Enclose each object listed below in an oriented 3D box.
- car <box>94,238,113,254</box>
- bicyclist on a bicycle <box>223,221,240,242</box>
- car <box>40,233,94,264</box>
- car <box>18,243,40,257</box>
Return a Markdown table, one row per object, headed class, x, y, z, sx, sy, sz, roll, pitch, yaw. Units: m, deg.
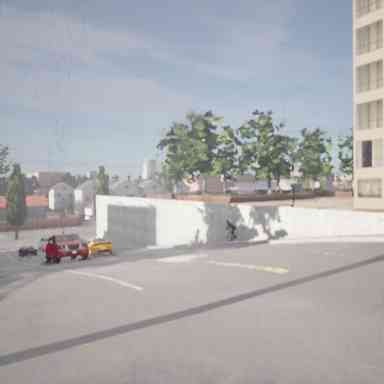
| class | x | y | z | sx | sy | sz | roll | pitch | yaw |
| --- | --- | --- | --- | --- | --- | --- | --- | --- | --- |
| car | -8.898 | 5.047 | 30.632 | 1.882 | 1.535 | 5.008 | -1 | -8 | -33 |
| bicyclist on a bicycle | 2.959 | 3.015 | 25.480 | 1.656 | 1.620 | 0.582 | -2 | -7 | -32 |
| car | -9.212 | 4.026 | 24.212 | 2.150 | 2.045 | 5.566 | -1 | -8 | -33 |
| car | -21.873 | 7.873 | 44.302 | 1.895 | 1.301 | 4.718 | -2 | -5 | -33 |
